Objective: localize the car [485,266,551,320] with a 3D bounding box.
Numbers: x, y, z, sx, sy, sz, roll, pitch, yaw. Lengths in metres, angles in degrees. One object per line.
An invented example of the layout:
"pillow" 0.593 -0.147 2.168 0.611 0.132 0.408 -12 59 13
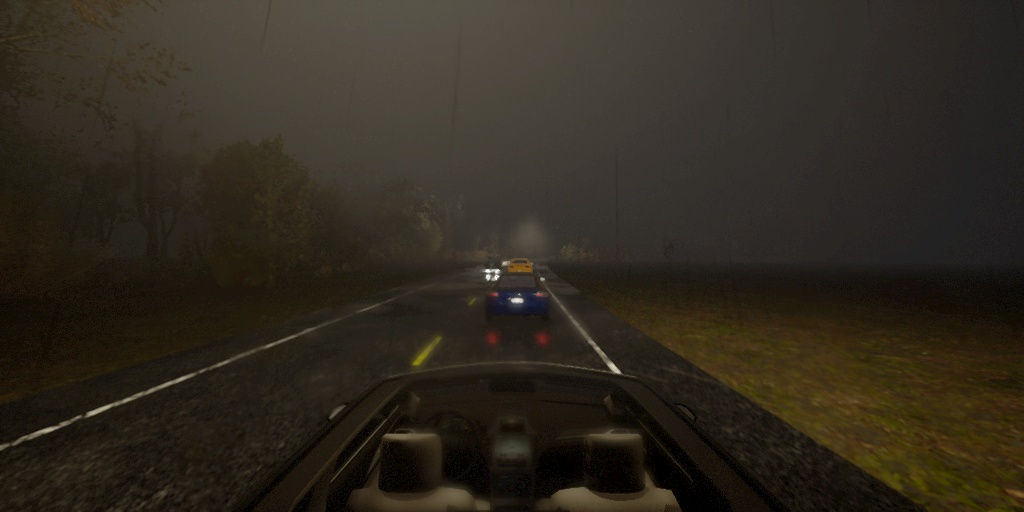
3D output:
"car" 0.194 1.205 12.084 1.994 1.385 4.181 0 1 1

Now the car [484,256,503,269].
"car" -2.235 0.778 44.183 2.128 1.511 4.902 0 1 4

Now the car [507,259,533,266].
"car" 0.642 0.941 28.367 1.882 1.535 5.008 0 1 2
